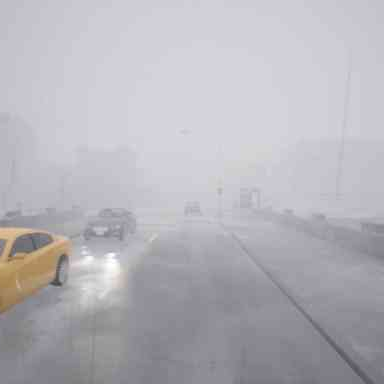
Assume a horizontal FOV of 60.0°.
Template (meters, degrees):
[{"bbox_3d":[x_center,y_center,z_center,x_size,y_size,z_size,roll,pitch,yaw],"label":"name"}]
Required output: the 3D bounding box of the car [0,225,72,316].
[{"bbox_3d":[-4.093,1.510,6.749,1.882,1.535,5.008,0,0,0],"label":"car"}]

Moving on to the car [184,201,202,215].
[{"bbox_3d":[0.097,1.719,36.077,2.033,1.411,5.357,0,0,0],"label":"car"}]

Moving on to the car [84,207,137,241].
[{"bbox_3d":[-4.063,1.574,17.185,2.128,1.511,4.902,0,0,0],"label":"car"}]
